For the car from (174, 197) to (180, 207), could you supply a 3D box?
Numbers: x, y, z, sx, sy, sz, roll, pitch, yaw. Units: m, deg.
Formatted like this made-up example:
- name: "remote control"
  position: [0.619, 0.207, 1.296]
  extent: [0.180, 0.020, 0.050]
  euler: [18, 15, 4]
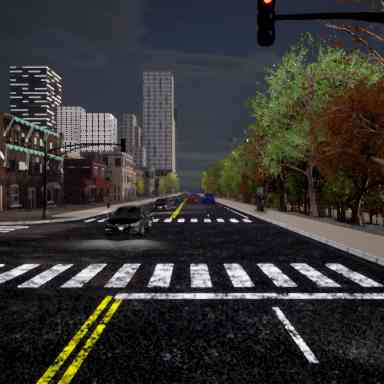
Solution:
- name: "car"
  position: [-3.451, 1.468, 51.414]
  extent: [2.128, 1.511, 4.902]
  euler: [0, 0, 0]

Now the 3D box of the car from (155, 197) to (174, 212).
- name: "car"
  position: [-3.430, 1.491, 38.156]
  extent: [1.837, 1.490, 4.892]
  euler: [0, -1, 0]

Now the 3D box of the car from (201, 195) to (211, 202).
- name: "car"
  position: [3.092, 1.442, 74.383]
  extent: [1.882, 1.535, 5.008]
  euler: [0, 0, 0]

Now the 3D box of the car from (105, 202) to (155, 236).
- name: "car"
  position: [-3.389, 1.499, 18.267]
  extent: [1.837, 1.490, 4.892]
  euler: [0, 0, 0]

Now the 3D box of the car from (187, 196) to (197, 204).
- name: "car"
  position: [-0.025, 1.534, 64.189]
  extent: [1.994, 1.385, 4.181]
  euler: [0, 0, -1]

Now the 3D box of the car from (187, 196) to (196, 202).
- name: "car"
  position: [-0.152, 1.517, 74.141]
  extent: [1.994, 1.385, 4.181]
  euler: [0, 0, 0]

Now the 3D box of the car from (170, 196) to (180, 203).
- name: "car"
  position: [-3.394, 1.589, 68.297]
  extent: [1.895, 1.301, 4.718]
  euler: [0, 0, 0]

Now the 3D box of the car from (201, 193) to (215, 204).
- name: "car"
  position: [3.217, 1.192, 63.808]
  extent: [2.150, 2.045, 5.566]
  euler: [0, 0, 0]
